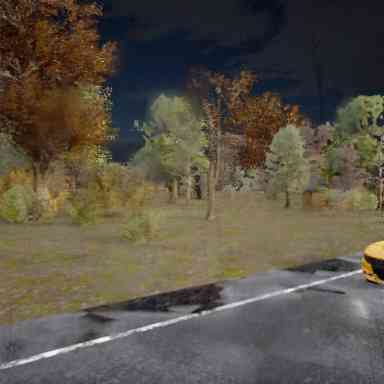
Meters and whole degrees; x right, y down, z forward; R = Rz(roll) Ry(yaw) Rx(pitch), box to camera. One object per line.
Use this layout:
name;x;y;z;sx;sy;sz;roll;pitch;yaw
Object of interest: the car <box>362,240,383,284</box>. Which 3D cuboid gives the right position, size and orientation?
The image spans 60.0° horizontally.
car;6.296;1.478;8.483;5.008;1.535;1.882;0;0;-35
